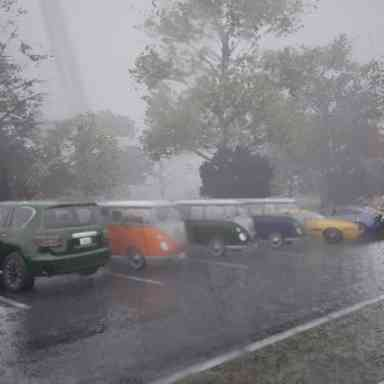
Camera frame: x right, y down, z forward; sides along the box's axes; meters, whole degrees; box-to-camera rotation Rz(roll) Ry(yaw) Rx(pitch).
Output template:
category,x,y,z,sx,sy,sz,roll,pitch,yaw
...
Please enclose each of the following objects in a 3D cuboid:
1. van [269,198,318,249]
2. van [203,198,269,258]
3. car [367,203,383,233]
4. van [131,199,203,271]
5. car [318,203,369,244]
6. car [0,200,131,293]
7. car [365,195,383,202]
category,x,y,z,sx,sy,sz,roll,pitch,yaw
van,2.742,1.260,14.243,4.442,1.987,1.878,-1,-1,34
van,0.323,1.265,12.505,4.442,1.987,1.878,-1,-1,34
car,7.456,1.509,17.786,4.792,1.488,2.163,-1,0,34
van,-2.095,1.270,10.769,4.442,1.987,1.878,-1,-1,34
car,5.220,1.478,15.933,5.366,1.575,1.946,-1,-1,34
car,-4.638,1.251,9.114,5.566,2.045,2.435,-1,0,34
car,12.288,1.219,21.260,5.566,2.045,2.435,-1,0,34
